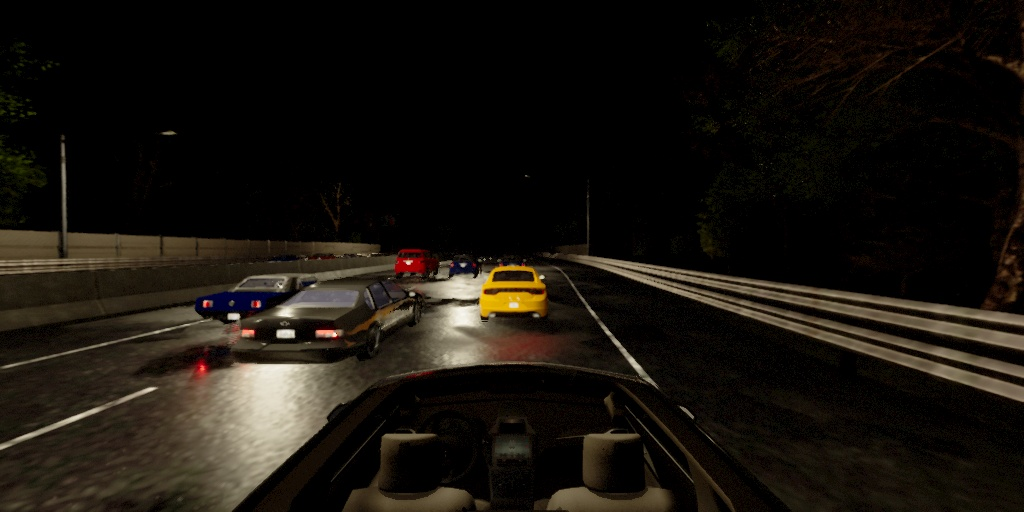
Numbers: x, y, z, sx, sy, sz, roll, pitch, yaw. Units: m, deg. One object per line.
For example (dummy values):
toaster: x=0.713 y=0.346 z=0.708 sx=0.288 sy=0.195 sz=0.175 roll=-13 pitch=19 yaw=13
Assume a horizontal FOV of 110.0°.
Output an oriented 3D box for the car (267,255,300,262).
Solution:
car: x=-28.151 y=0.576 z=44.233 sx=1.812 sy=1.442 sz=4.674 roll=0 pitch=1 yaw=0

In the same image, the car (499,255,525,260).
car: x=0.020 y=0.669 z=27.557 sx=2.097 sy=1.767 sz=4.553 roll=0 pitch=1 yaw=0

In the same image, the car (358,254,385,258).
car: x=-17.686 y=0.519 z=46.625 sx=1.837 sy=1.490 sz=4.892 roll=0 pitch=0 yaw=0

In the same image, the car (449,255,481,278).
car: x=-3.479 y=0.669 z=27.550 sx=2.097 sy=1.767 sz=4.553 roll=0 pitch=1 yaw=0

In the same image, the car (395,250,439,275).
car: x=-6.977 y=0.550 z=26.808 sx=2.150 sy=2.045 sz=5.566 roll=0 pitch=1 yaw=0

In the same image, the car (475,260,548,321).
car: x=0.058 y=1.059 z=11.663 sx=1.882 sy=1.535 sz=5.008 roll=0 pitch=1 yaw=0

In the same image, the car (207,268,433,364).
car: x=-3.447 y=1.192 z=7.989 sx=2.033 sy=1.411 sz=5.357 roll=0 pitch=1 yaw=0

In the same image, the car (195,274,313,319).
car: x=-6.941 y=1.191 z=11.181 sx=1.895 sy=1.301 sz=4.718 roll=0 pitch=1 yaw=0

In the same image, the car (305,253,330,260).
car: x=-24.681 y=0.369 z=46.316 sx=2.097 sy=1.767 sz=4.553 roll=0 pitch=1 yaw=0

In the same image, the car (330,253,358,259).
car: x=-21.184 y=0.502 z=46.851 sx=2.128 sy=1.511 sz=4.902 roll=0 pitch=1 yaw=0
